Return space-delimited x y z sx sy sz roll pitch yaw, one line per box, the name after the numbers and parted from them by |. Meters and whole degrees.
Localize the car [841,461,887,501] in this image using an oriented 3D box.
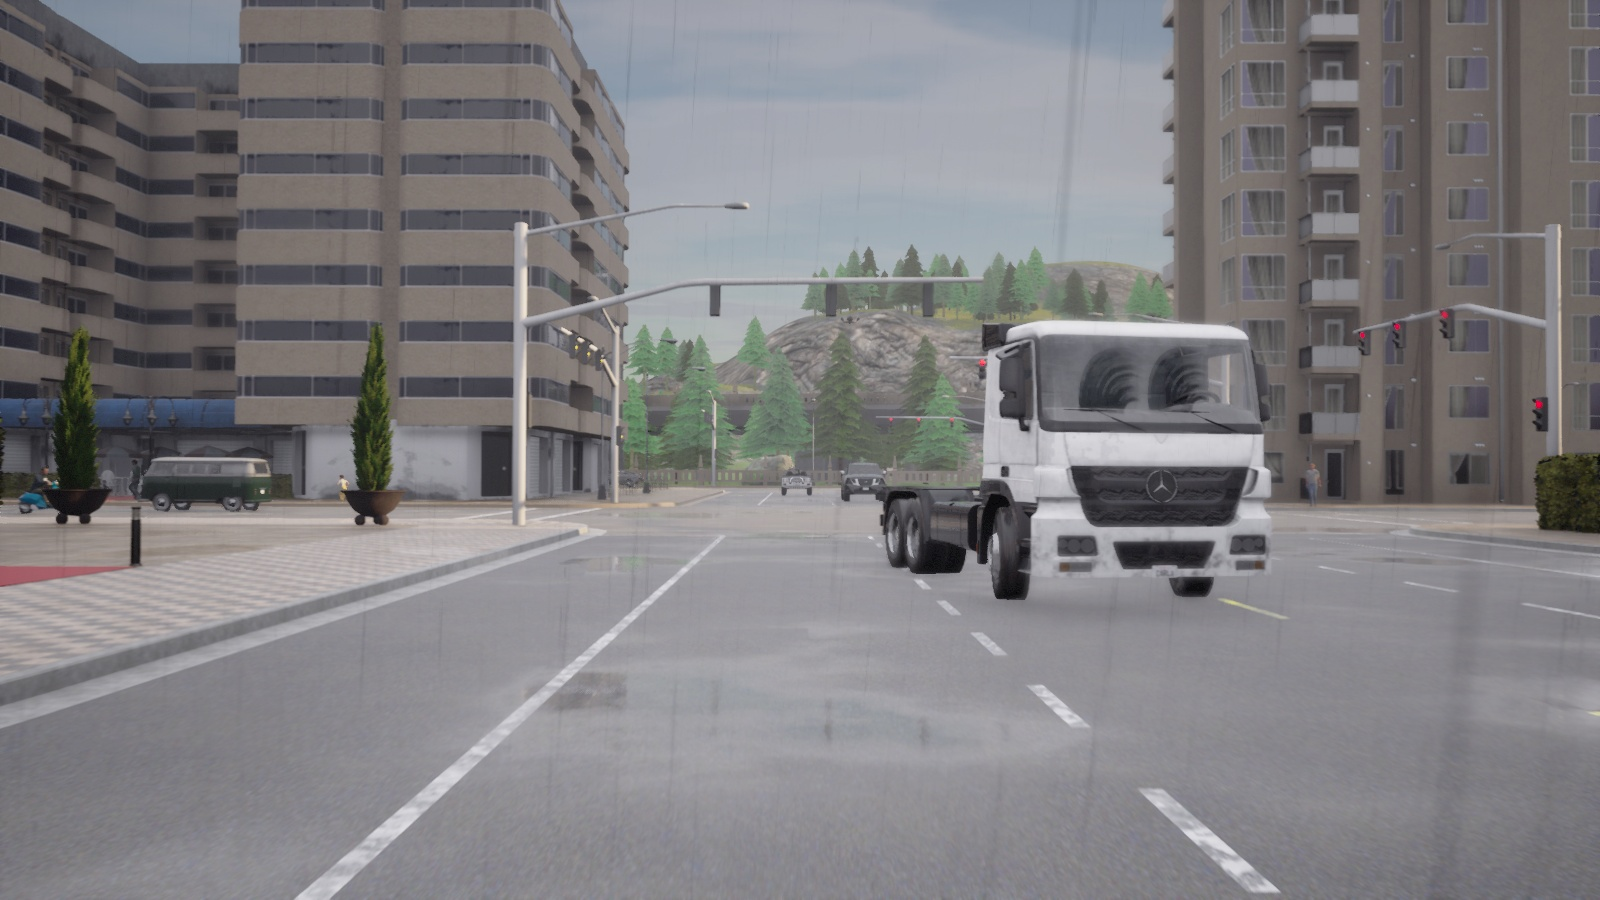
3.337 1.636 66.644 2.150 2.045 5.566 0 -1 0 | car

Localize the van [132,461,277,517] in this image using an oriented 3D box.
-21.709 1.422 45.871 4.442 1.987 1.775 0 -1 0 | van

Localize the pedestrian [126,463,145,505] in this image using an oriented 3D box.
-29.288 1.509 55.365 0.614 1.847 0.353 0 -1 0 | pedestrian

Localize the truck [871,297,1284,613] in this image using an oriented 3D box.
3.350 0.119 17.901 2.891 3.462 7.936 0 -1 -10 | truck

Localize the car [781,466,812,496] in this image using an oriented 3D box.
-0.196 1.983 80.656 1.932 1.855 4.605 0 -1 0 | car

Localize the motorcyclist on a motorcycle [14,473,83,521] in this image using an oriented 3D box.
-25.364 1.579 42.395 1.817 1.590 0.866 0 -1 0 | motorcyclist on a motorcycle

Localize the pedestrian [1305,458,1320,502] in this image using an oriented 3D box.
21.573 1.271 52.817 0.354 1.836 0.706 -1 -1 40 | pedestrian
